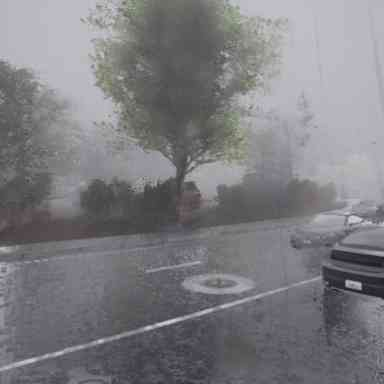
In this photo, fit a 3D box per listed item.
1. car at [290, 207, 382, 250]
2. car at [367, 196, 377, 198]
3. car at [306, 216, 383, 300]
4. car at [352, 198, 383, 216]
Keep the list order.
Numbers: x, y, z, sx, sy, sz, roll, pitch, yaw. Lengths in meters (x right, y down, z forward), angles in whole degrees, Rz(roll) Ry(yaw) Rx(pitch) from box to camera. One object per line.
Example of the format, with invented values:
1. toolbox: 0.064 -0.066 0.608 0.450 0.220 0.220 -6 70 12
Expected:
1. car: 5.863 1.549 13.601 4.674 1.442 1.812 0 0 -43
2. car: 34.582 1.540 63.876 1.837 1.490 4.892 0 0 19
3. car: 4.932 1.518 7.879 4.892 1.490 1.837 0 0 -40
4. car: 14.936 1.526 28.272 2.128 1.511 4.902 0 0 39
